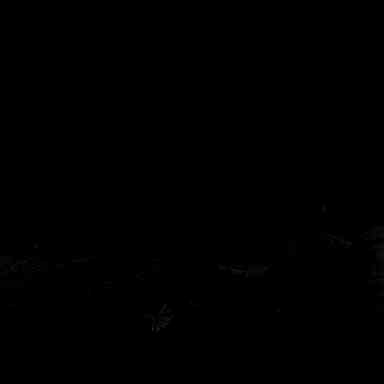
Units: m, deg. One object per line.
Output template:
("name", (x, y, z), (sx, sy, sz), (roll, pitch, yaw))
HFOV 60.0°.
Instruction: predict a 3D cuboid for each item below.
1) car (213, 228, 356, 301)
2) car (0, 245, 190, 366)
("car", (2.448, 1.582, 8.280), (4.206, 1.307, 1.802), (0, 0, -35))
("car", (-2.032, 1.566, 5.087), (4.313, 1.339, 1.947), (0, 0, -35))
